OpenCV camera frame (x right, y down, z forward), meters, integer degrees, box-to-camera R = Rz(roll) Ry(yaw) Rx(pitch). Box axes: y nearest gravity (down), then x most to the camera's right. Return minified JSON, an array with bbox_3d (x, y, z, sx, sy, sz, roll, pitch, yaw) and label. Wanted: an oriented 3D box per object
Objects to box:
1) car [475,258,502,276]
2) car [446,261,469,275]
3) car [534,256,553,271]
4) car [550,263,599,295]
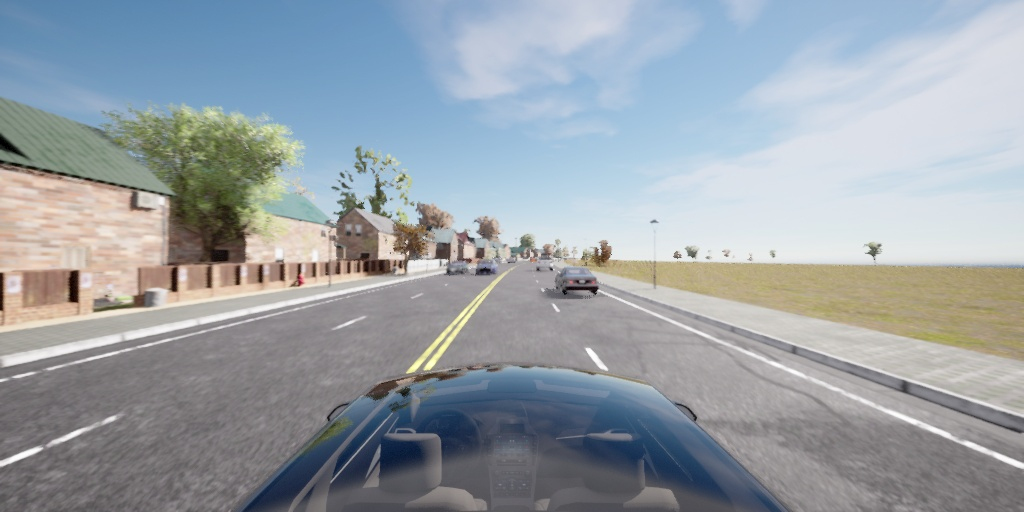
[{"bbox_3d":[-2.610,1.119,38.158,2.097,1.767,4.553,0,0,3],"label":"car"},{"bbox_3d":[-5.838,1.256,38.804,2.128,1.511,4.902,0,0,3],"label":"car"},{"bbox_3d":[4.481,1.002,49.513,2.150,2.045,5.566,0,0,3],"label":"car"},{"bbox_3d":[3.509,1.312,20.111,2.033,1.411,5.357,0,0,1],"label":"car"}]
